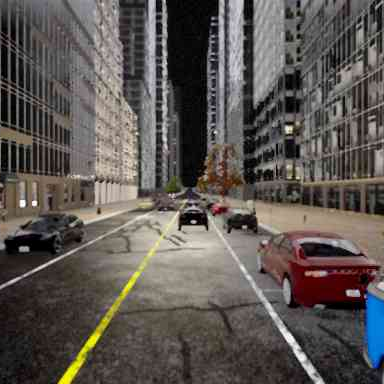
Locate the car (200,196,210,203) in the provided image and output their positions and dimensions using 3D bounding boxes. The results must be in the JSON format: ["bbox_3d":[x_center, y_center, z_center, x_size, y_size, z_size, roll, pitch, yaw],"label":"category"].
[{"bbox_3d":[2.654,1.524,70.392,2.008,1.369,4.403,0,0,0],"label":"car"}]

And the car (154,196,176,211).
[{"bbox_3d":[-3.020,1.542,40.740,2.033,1.411,5.357,0,0,0],"label":"car"}]

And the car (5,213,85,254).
[{"bbox_3d":[-5.700,1.566,13.478,1.947,1.339,4.313,0,0,0],"label":"car"}]

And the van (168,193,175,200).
[{"bbox_3d":[-5.738,1.287,93.167,1.690,1.788,3.998,0,0,0],"label":"van"}]

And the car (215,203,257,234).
[{"bbox_3d":[2.678,1.551,19.162,2.008,1.369,4.403,0,0,0],"label":"car"}]

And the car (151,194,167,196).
[{"bbox_3d":[-5.720,1.302,53.323,2.192,1.841,5.009,0,0,0],"label":"car"}]

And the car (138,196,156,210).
[{"bbox_3d":[-5.713,1.519,41.770,1.752,1.417,4.829,0,0,0],"label":"car"}]

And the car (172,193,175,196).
[{"bbox_3d":[-5.735,1.394,87.476,1.967,1.590,4.097,0,0,0],"label":"car"}]

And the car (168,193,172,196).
[{"bbox_3d":[-5.725,1.293,64.708,2.192,1.841,5.009,0,0,0],"label":"car"}]

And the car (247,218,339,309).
[{"bbox_3d":[2.683,1.545,7.777,1.887,1.381,4.507,0,0,0],"label":"car"}]

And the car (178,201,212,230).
[{"bbox_3d":[0.077,1.525,21.161,1.812,1.442,4.674,0,0,0],"label":"car"}]

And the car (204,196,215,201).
[{"bbox_3d":[2.667,1.560,41.930,1.947,1.339,4.313,0,0,0],"label":"car"}]

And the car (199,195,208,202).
[{"bbox_3d":[2.651,1.493,76.256,1.752,1.417,4.829,0,0,0],"label":"car"}]

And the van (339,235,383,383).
[{"bbox_3d":[2.685,1.342,2.085,1.690,1.788,3.998,0,0,0],"label":"van"}]

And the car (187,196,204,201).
[{"bbox_3d":[0.080,1.542,39.885,2.033,1.411,5.357,0,0,0],"label":"car"}]

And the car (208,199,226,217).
[{"bbox_3d":[2.672,1.580,30.548,1.802,1.307,4.206,0,0,0],"label":"car"}]
